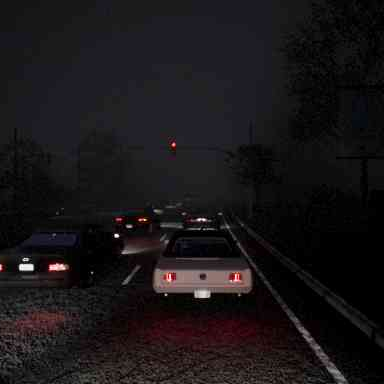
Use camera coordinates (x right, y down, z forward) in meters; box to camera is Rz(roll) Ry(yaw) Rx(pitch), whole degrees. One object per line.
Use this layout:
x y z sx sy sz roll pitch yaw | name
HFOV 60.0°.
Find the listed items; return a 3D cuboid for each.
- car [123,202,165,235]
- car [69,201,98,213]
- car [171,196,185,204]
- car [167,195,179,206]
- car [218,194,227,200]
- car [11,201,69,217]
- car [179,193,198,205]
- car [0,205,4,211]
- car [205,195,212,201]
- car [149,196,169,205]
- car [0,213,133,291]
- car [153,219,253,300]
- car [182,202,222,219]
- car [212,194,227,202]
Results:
-2.939 1.526 18.713 1.812 1.442 4.674 0 0 4 | car
-12.419 1.601 35.152 4.718 1.301 1.895 0 0 -1 | car
-2.652 1.506 63.958 1.837 1.490 4.892 0 0 8 | car
-3.890 1.352 54.122 2.097 1.767 4.553 0 0 7 | car
7.979 1.346 86.357 1.882 1.535 5.008 0 0 11 | car
-14.096 1.601 30.497 4.718 1.301 1.895 0 0 20 | car
-0.289 1.221 52.491 2.150 2.045 5.566 0 0 5 | car
-22.922 1.605 35.804 4.718 1.301 1.895 0 0 7 | car
4.469 1.525 86.610 2.128 1.511 4.902 0 0 11 | car
-4.830 1.601 45.201 1.895 1.301 4.718 0 0 5 | car
-3.256 1.547 9.136 2.033 1.411 5.357 0 0 1 | car
0.232 1.601 8.373 1.895 1.301 4.718 0 0 1 | car
0.522 1.505 17.598 1.837 1.490 4.892 0 0 2 | car
6.316 1.548 76.652 1.994 1.385 4.181 0 0 10 | car
